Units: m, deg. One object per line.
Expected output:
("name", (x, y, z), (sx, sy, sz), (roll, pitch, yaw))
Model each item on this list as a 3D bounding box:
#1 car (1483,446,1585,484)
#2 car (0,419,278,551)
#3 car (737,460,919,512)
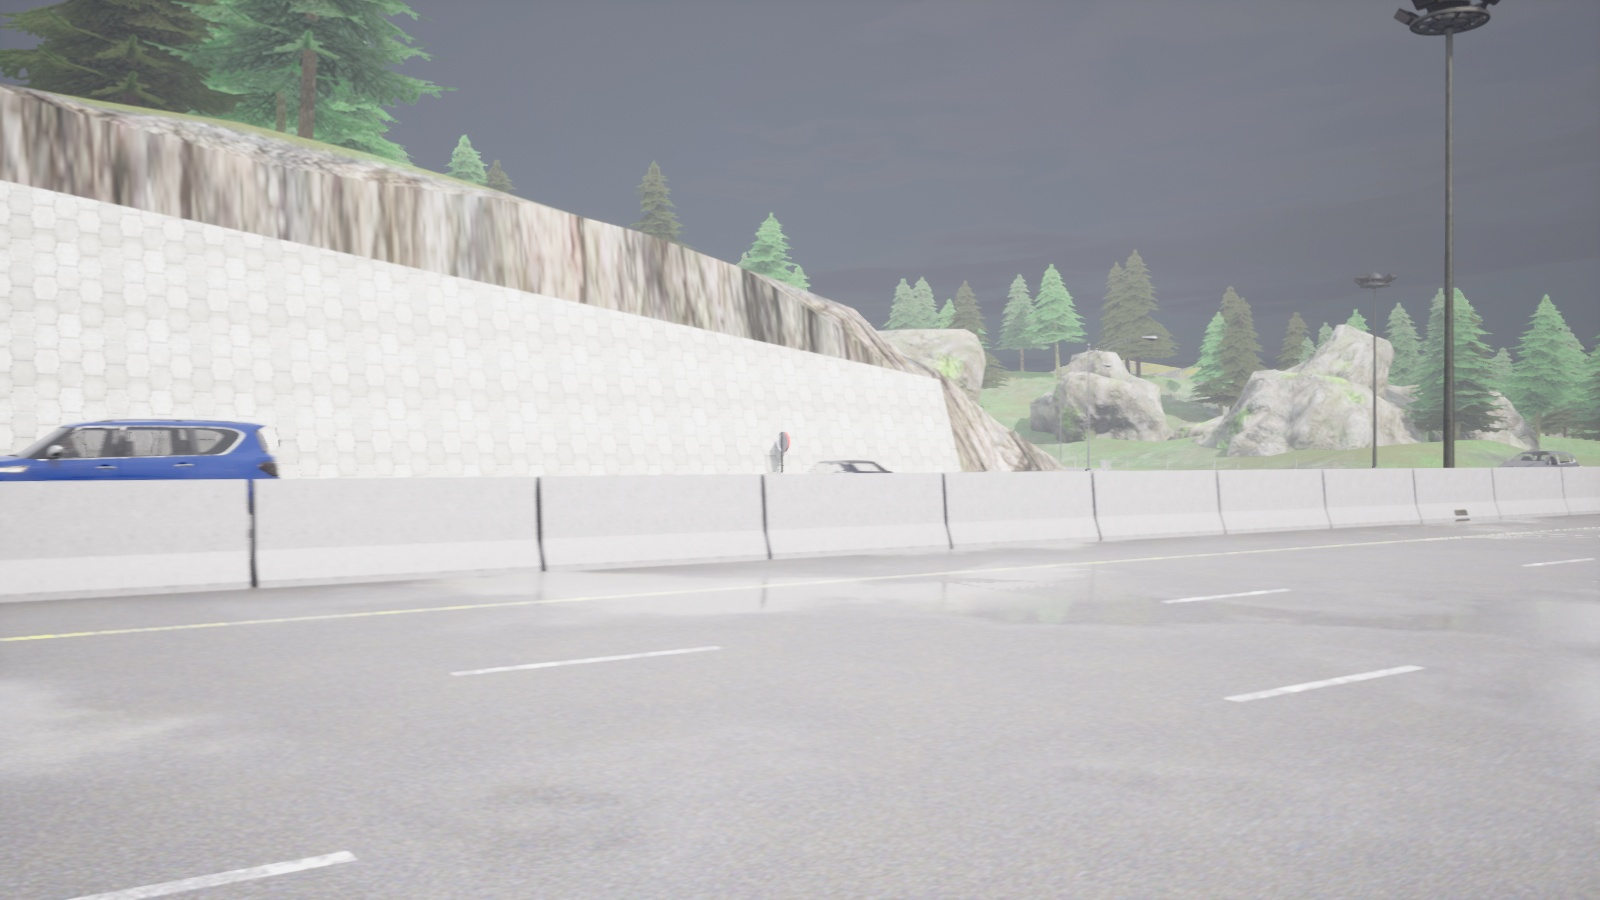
("car", (33.069, 0.659, 56.528), (4.611, 1.667, 2.242), (0, 0, -35))
("car", (-11.905, 0.540, 20.960), (5.566, 2.045, 2.150), (0, 0, -35))
("car", (0.794, 0.927, 34.061), (4.718, 1.301, 1.895), (0, 0, -35))
